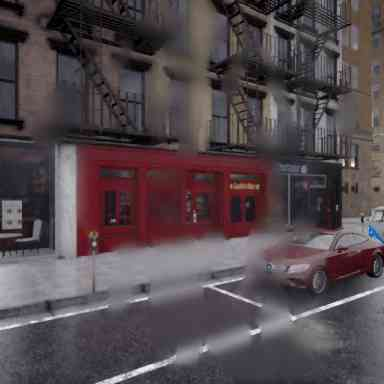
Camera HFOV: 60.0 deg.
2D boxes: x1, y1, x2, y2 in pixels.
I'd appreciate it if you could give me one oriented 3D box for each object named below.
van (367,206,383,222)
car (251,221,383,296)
[{"bbox_3d":[7.814,1.341,11.720,3.998,1.788,1.690,0,0,-35],"label":"van"},{"bbox_3d":[3.403,1.582,8.595,4.206,1.307,1.802,0,0,-35],"label":"car"}]
